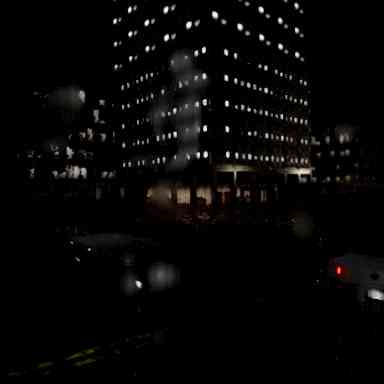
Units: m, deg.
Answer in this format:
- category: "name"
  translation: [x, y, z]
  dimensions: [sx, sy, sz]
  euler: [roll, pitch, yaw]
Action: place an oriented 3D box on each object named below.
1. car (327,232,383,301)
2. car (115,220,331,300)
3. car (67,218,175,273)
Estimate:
- category: "car"
  translation: [5.027, 1.496, 7.182]
  dimensions: [4.718, 1.301, 1.895]
  euler: [-1, 0, -37]
- category: "car"
  translation: [1.029, 1.490, 8.491]
  dimensions: [5.357, 1.411, 2.033]
  euler: [-1, 0, -36]
- category: "car"
  translation: [-1.442, 1.564, 10.711]
  dimensions: [4.718, 1.301, 1.895]
  euler: [-1, 0, -36]
